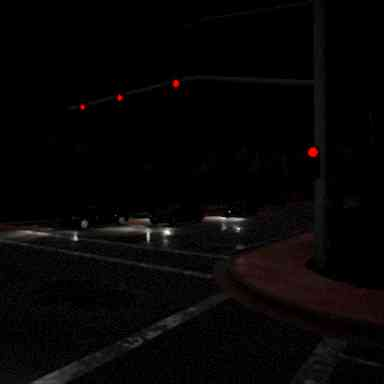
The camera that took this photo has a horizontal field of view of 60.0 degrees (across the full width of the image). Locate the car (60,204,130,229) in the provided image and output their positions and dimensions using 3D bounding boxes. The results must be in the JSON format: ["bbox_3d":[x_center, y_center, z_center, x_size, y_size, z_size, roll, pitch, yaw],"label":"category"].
[{"bbox_3d":[-6.524,1.582,22.723,1.882,1.535,5.008,0,0,36],"label":"car"}]

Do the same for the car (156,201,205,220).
[{"bbox_3d":[-0.972,1.606,30.423,1.837,1.490,4.892,0,0,36],"label":"car"}]

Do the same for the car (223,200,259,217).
[{"bbox_3d":[4.877,1.583,32.523,1.837,1.490,4.892,0,0,36],"label":"car"}]

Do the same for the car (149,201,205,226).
[{"bbox_3d":[-1.004,1.560,24.400,1.882,1.535,5.008,0,0,36],"label":"car"}]
